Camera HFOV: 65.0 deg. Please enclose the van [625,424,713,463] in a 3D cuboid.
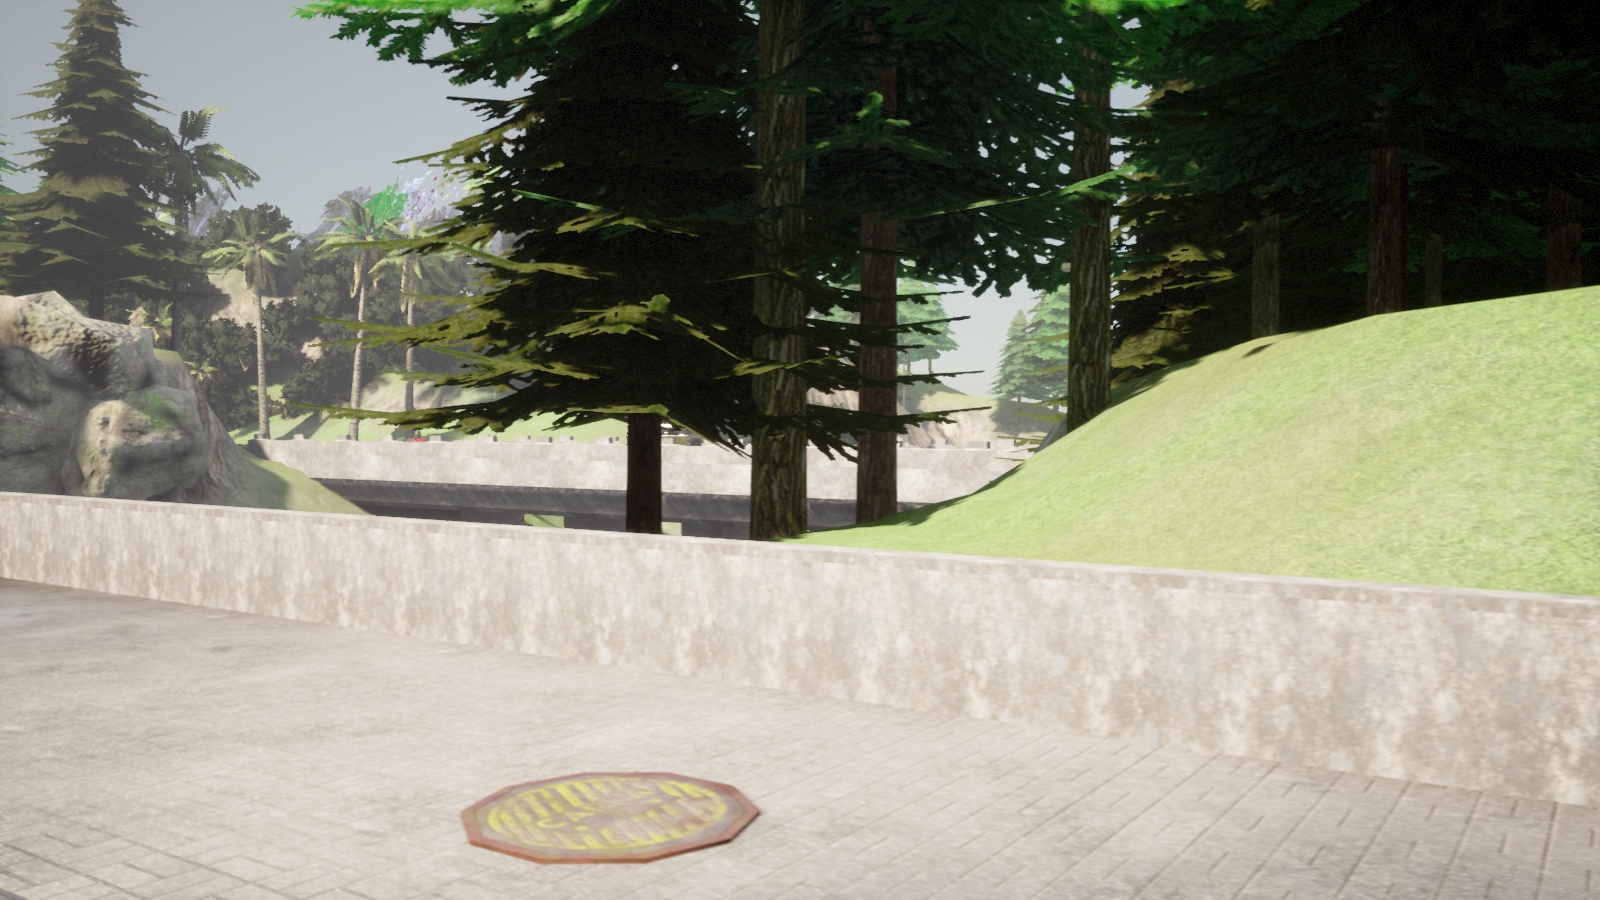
[{"bbox_3d":[-7.157,-0.334,68.405,4.480,2.038,2.069,0,1,34],"label":"van"}]
